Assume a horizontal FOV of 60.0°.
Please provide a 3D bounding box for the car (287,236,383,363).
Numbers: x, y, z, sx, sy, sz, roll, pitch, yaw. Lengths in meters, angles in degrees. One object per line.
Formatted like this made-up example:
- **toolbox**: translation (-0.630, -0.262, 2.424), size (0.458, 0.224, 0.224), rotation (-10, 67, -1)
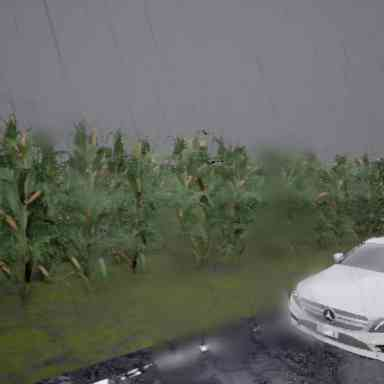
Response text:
- **car**: translation (3.637, 1.512, 5.650), size (4.674, 1.442, 1.812), rotation (0, 0, -36)
